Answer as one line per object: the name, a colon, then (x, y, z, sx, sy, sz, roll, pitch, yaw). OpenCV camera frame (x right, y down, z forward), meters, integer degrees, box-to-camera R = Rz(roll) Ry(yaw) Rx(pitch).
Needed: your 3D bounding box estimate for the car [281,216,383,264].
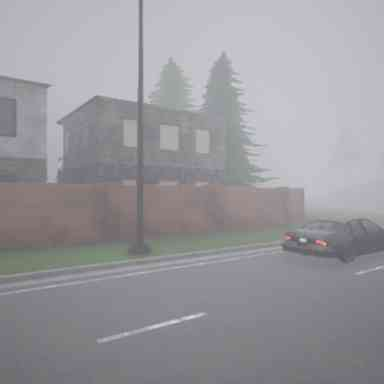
car: (5.564, 1.597, 12.056, 5.357, 1.411, 2.033, 0, 0, -36)
